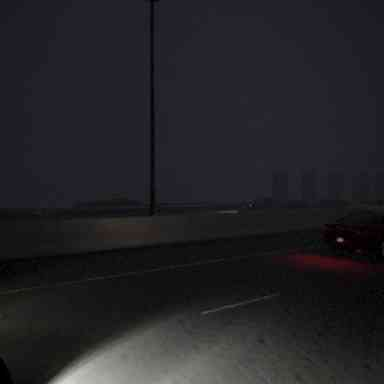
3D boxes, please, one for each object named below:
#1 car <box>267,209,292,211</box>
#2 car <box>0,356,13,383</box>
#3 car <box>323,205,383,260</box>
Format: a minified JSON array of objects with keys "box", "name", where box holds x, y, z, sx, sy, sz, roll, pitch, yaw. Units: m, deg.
[{"box":[9.796,1.434,34.006,4.181,1.385,1.994,0,0,-27],"name":"car"},{"box":[-3.026,1.564,1.497,4.181,1.385,1.994,0,0,-36],"name":"car"},{"box":[7.026,1.424,12.299,5.008,1.535,1.882,0,0,-31],"name":"car"}]
